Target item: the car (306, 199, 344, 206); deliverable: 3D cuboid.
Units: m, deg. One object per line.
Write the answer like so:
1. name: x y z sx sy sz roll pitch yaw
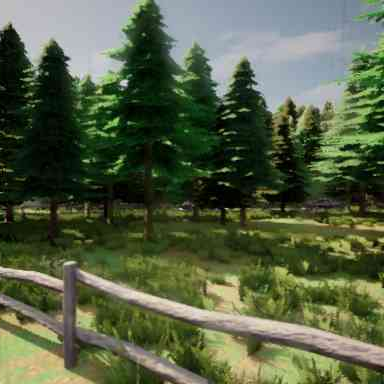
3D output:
1. car: 15.915 1.554 39.276 4.892 1.490 1.837 0 0 6
